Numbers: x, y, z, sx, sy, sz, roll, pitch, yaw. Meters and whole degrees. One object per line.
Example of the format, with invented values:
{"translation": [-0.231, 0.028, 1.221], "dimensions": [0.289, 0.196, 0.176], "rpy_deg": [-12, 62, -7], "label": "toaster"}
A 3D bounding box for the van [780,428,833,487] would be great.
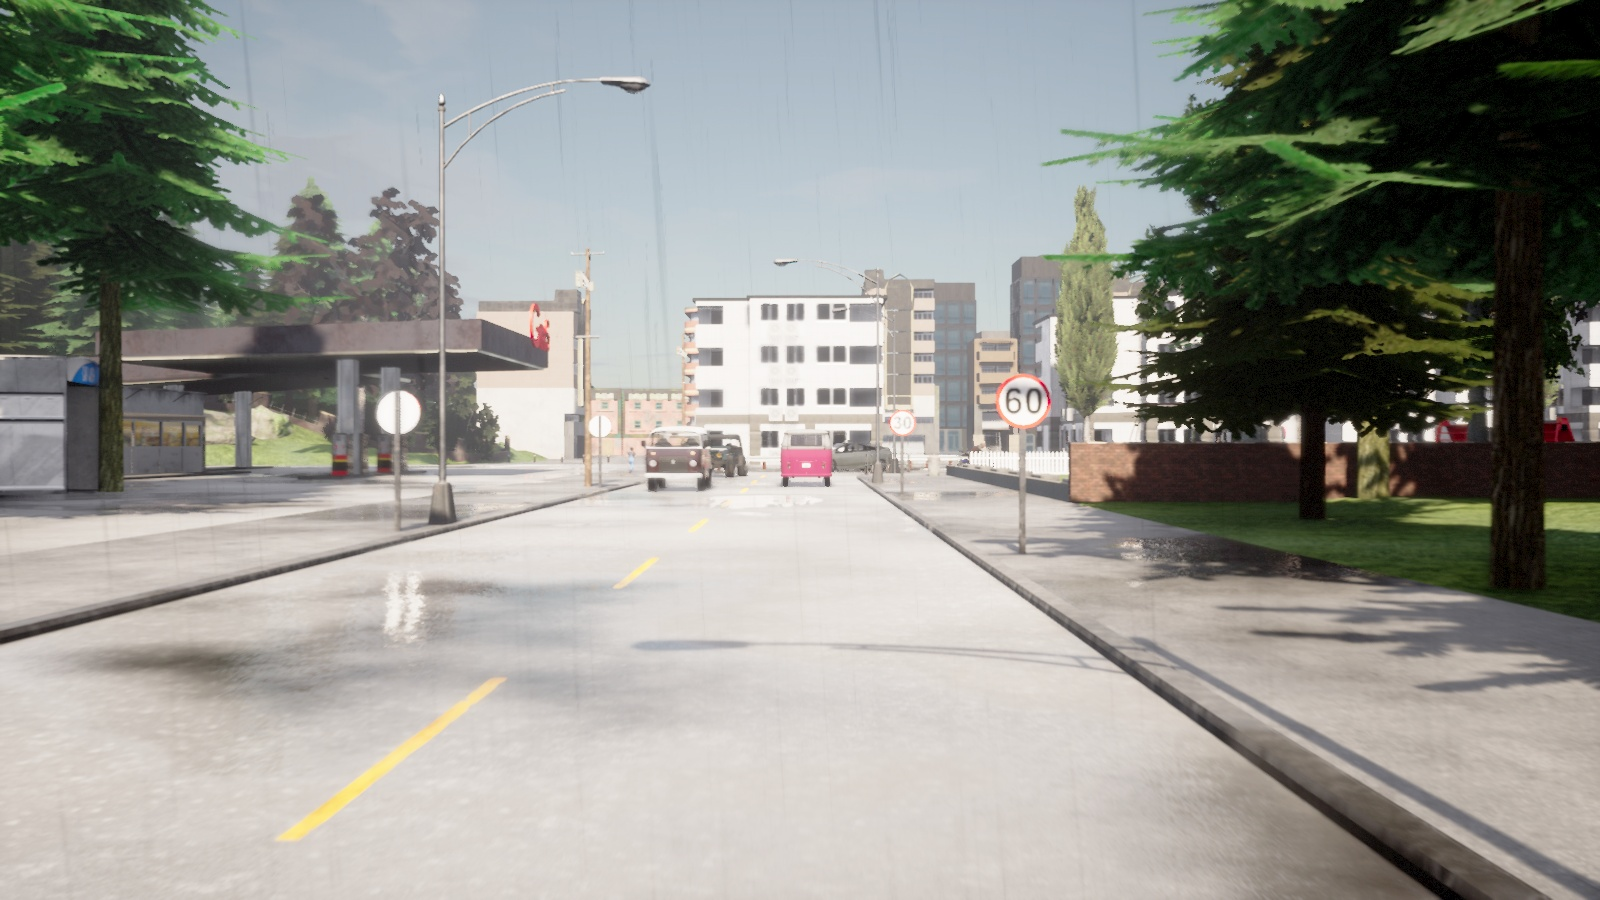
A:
{"translation": [0.223, 0.248, 44.623], "dimensions": [1.775, 1.987, 4.442], "rpy_deg": [0, 0, 0], "label": "van"}

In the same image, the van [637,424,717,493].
{"translation": [-3.799, 0.245, 39.625], "dimensions": [2.069, 2.038, 4.480], "rpy_deg": [0, 0, 0], "label": "van"}

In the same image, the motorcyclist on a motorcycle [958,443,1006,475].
{"translation": [8.946, 0.441, 61.647], "dimensions": [2.191, 1.530, 0.866], "rpy_deg": [0, 1, -6], "label": "motorcyclist on a motorcycle"}

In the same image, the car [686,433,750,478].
{"translation": [-3.535, 0.233, 54.534], "dimensions": [1.905, 1.878, 3.866], "rpy_deg": [0, 0, 10], "label": "car"}

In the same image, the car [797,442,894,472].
{"translation": [2.327, 0.337, 63.825], "dimensions": [4.514, 1.525, 2.007], "rpy_deg": [0, 0, -24], "label": "car"}
